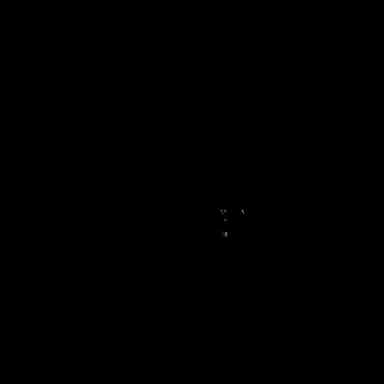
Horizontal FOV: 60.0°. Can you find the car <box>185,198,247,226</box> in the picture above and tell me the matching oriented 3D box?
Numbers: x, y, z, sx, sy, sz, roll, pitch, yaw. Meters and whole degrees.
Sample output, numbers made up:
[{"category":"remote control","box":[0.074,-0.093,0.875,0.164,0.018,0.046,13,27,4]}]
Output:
[{"category":"car","box":[1.486,1.209,21.913,2.097,1.767,4.553,1,0,-35]}]
